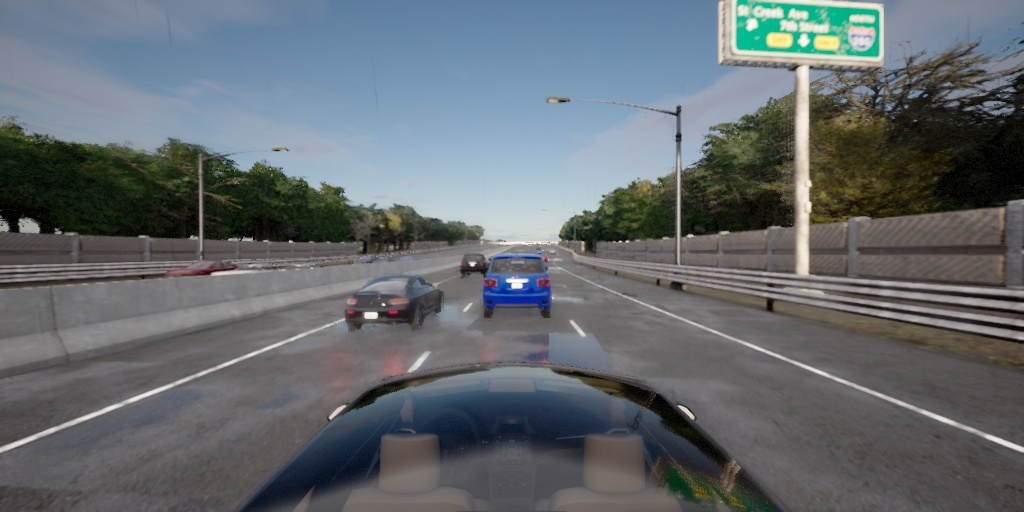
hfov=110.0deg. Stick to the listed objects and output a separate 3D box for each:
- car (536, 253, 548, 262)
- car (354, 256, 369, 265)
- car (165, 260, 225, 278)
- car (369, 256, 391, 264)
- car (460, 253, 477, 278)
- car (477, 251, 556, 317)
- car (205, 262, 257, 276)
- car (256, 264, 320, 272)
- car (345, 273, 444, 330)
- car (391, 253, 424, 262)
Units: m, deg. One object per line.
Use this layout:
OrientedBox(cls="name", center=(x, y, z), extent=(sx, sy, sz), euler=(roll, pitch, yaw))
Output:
OrientedBox(cls="car", center=(5.224, 0.283, 63.731), extent=(1.994, 1.385, 4.181), euler=(0, 2, 3))
OrientedBox(cls="car", center=(-19.988, 0.725, 49.979), extent=(2.033, 1.411, 5.357), euler=(0, 1, 3))
OrientedBox(cls="car", center=(-20.839, 1.076, 24.605), extent=(1.882, 1.535, 5.008), euler=(0, 1, 1))
OrientedBox(cls="car", center=(-16.624, 0.811, 47.157), extent=(1.994, 1.385, 4.181), euler=(0, 1, 3))
OrientedBox(cls="car", center=(-3.002, 0.761, 30.629), extent=(2.150, 2.045, 5.566), euler=(0, 1, 1))
OrientedBox(cls="car", center=(0.177, 0.925, 13.072), extent=(2.150, 2.045, 5.566), euler=(0, 1, 1))
OrientedBox(cls="car", center=(-17.356, 1.205, 23.944), extent=(1.895, 1.301, 4.718), euler=(0, 1, 1))
OrientedBox(cls="car", center=(-13.867, 1.211, 23.390), extent=(1.895, 1.301, 4.718), euler=(0, 1, 1))
OrientedBox(cls="car", center=(-3.343, 1.242, 10.856), extent=(1.812, 1.442, 4.674), euler=(0, 0, 1))
OrientedBox(cls="car", center=(-13.188, 0.757, 45.668), extent=(1.882, 1.535, 5.008), euler=(0, 1, 3))
